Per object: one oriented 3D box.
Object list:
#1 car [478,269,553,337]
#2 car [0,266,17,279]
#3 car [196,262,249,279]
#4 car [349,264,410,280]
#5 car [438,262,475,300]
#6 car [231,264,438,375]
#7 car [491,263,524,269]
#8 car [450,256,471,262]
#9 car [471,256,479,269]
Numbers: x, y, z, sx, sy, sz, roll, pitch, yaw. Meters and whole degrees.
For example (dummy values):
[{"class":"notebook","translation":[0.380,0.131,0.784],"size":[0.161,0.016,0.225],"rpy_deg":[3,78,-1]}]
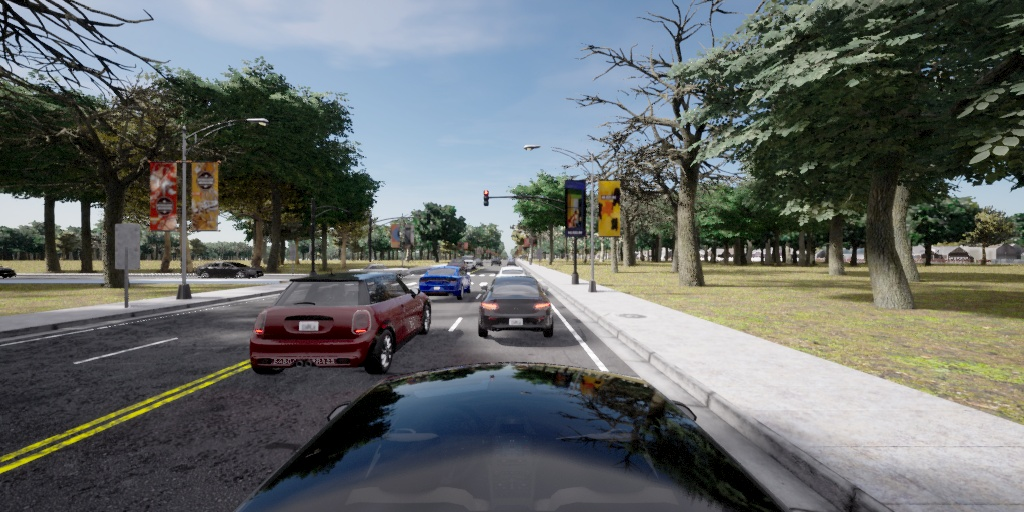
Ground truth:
[{"class":"car","translation":[0.086,1.276,10.154],"size":[1.812,1.442,4.674],"rpy_deg":[0,0,0]},{"class":"car","translation":[-44.705,1.216,29.969],"size":[4.892,1.490,1.837],"rpy_deg":[0,0,0]},{"class":"car","translation":[-23.515,1.236,29.977],"size":[4.892,1.490,1.837],"rpy_deg":[0,0,0]},{"class":"car","translation":[-11.260,1.356,30.888],"size":[4.718,1.301,1.895],"rpy_deg":[0,0,-12]},{"class":"car","translation":[-3.179,1.230,17.778],"size":[1.882,1.535,5.008],"rpy_deg":[0,0,1]},{"class":"car","translation":[-3.159,1.102,7.669],"size":[2.097,1.767,4.553],"rpy_deg":[0,0,0]},{"class":"car","translation":[0.033,1.279,19.257],"size":[1.812,1.442,4.674],"rpy_deg":[0,0,0]},{"class":"car","translation":[-6.673,1.116,43.611],"size":[2.097,1.767,4.553],"rpy_deg":[0,0,0]},{"class":"car","translation":[-6.692,0.993,54.293],"size":[2.150,2.045,5.566],"rpy_deg":[0,0,-1]}]
